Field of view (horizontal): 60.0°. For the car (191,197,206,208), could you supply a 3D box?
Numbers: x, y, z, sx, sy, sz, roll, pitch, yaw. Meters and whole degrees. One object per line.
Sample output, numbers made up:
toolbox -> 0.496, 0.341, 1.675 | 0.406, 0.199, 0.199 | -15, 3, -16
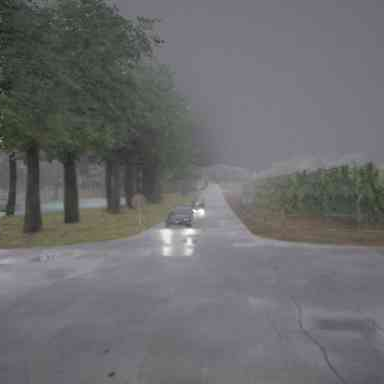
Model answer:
car -> 0.930, 1.552, 48.788 | 2.128, 1.511, 4.902 | -1, 1, 4

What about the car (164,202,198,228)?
car -> -0.832, 1.742, 24.363 | 1.837, 1.490, 4.892 | -1, 0, 4
